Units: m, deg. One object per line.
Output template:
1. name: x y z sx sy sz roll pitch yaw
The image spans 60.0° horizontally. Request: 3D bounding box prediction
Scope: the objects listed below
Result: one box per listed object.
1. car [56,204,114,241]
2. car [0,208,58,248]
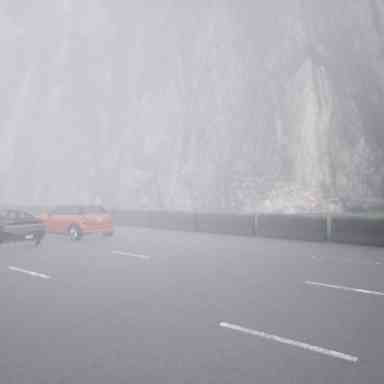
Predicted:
1. car: -6.074 1.364 16.877 4.553 1.767 2.097 0 0 36
2. car: -8.153 1.493 14.061 4.902 1.511 2.128 0 0 36
